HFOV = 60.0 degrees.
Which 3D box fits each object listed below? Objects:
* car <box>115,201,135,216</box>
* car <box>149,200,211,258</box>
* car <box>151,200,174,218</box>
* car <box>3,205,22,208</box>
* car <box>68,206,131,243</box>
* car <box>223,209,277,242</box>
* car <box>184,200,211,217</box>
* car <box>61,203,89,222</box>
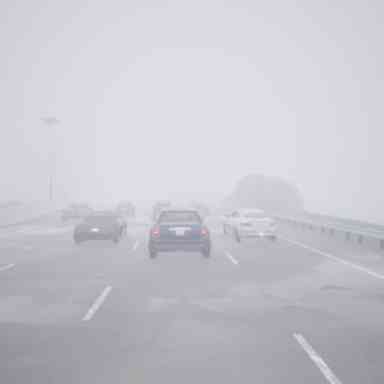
[{"bbox_3d":[-6.585,1.600,32.763,1.994,1.385,4.181,0,0,-10],"label":"car"},{"bbox_3d":[-0.540,1.362,13.031,2.097,1.767,4.553,0,0,-4],"label":"car"},{"bbox_3d":[-2.910,1.535,32.073,1.837,1.490,4.892,0,0,-10],"label":"car"},{"bbox_3d":[-23.430,1.619,43.379,2.033,1.411,5.357,0,0,-14],"label":"car"},{"bbox_3d":[-4.306,1.584,16.194,1.994,1.385,4.181,0,0,-5],"label":"car"},{"bbox_3d":[2.720,1.534,16.304,1.812,1.442,4.674,0,0,-5],"label":"car"},{"bbox_3d":[0.467,1.551,33.052,1.812,1.442,4.674,0,0,-10],"label":"car"},{"bbox_3d":[-9.082,1.583,26.716,2.033,1.411,5.357,0,0,-9],"label":"car"}]
